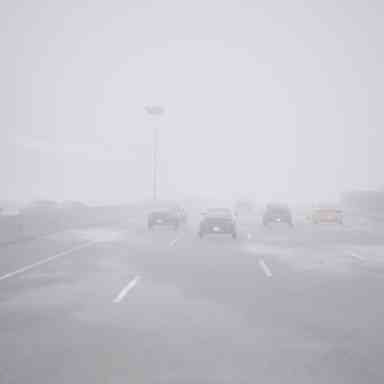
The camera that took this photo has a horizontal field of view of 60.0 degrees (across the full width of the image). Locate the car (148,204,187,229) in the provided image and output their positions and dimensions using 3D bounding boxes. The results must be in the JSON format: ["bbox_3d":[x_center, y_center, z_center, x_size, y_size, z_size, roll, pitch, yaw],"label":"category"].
[{"bbox_3d":[-1.516,1.524,21.462,1.812,1.442,4.674,0,0,9],"label":"car"}]

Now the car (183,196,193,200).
[{"bbox_3d":[-0.219,1.496,70.279,2.128,1.511,4.902,0,0,27],"label":"car"}]

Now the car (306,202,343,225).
[{"bbox_3d":[9.709,1.509,24.658,1.882,1.535,5.008,0,0,11],"label":"car"}]

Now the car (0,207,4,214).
[{"bbox_3d":[-18.344,1.552,28.026,1.895,1.301,4.718,0,0,11],"label":"car"}]

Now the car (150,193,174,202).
[{"bbox_3d":[-5.596,1.216,67.291,2.150,2.045,5.566,0,0,25],"label":"car"}]

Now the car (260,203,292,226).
[{"bbox_3d":[5.956,1.525,23.602,1.837,1.490,4.892,0,0,10],"label":"car"}]

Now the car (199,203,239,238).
[{"bbox_3d":[1.426,1.532,17.584,1.812,1.442,4.674,0,0,7],"label":"car"}]

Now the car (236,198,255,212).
[{"bbox_3d":[6.240,1.528,39.416,1.837,1.490,4.892,0,0,17],"label":"car"}]

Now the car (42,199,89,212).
[{"bbox_3d":[-10.871,1.498,29.672,1.812,1.442,4.674,0,0,12],"label":"car"}]

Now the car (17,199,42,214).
[{"bbox_3d":[-14.121,1.468,31.135,1.837,1.490,4.892,0,0,12],"label":"car"}]

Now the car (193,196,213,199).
[{"bbox_3d":[2.853,1.505,68.599,2.128,1.511,4.902,0,0,27],"label":"car"}]

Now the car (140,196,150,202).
[{"bbox_3d":[-8.704,1.577,68.908,1.895,1.301,4.718,0,0,25],"label":"car"}]
